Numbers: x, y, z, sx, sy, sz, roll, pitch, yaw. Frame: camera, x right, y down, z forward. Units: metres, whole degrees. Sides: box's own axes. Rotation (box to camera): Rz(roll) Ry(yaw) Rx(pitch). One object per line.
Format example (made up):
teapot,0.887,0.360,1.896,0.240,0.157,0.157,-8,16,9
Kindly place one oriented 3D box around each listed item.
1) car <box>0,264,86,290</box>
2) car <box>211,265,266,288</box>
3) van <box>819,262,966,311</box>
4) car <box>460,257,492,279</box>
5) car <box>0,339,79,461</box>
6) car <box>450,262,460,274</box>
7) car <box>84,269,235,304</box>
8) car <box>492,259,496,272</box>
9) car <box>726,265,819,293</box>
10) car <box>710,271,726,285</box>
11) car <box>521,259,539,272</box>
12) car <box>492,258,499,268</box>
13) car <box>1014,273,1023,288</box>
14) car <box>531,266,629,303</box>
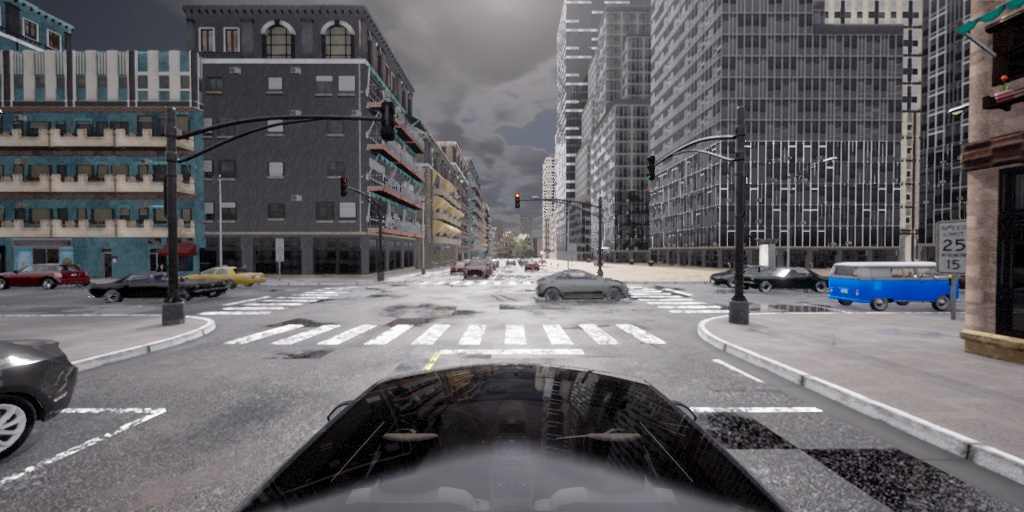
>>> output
car,-28.839,1.188,22.018,4.097,1.591,1.967,0,0,0
car,-17.941,1.245,22.069,4.829,1.417,1.751,0,0,0
van,14.655,1.116,13.840,3.998,1.789,1.690,0,0,0
car,-3.166,1.095,32.472,2.097,1.767,4.553,0,0,-1
car,-5.690,1.300,2.123,2.007,1.370,4.403,0,0,0
car,-5.804,1.287,40.189,1.888,1.381,4.507,0,0,0
car,-15.831,1.403,16.296,4.718,1.301,1.895,0,1,-1
car,-3.215,1.343,41.501,1.895,1.301,4.718,0,0,0
car,14.804,1.289,19.622,4.718,1.301,1.895,0,1,0
car,14.617,1.214,22.220,4.313,1.339,1.948,0,0,0
car,2.526,1.287,45.920,1.888,1.381,4.507,0,0,0
car,-3.242,1.343,51.564,1.895,1.301,4.718,0,0,0
car,24.591,1.217,19.663,5.357,1.411,2.033,0,1,0
car,3.121,1.323,16.365,4.181,1.385,1.994,0,1,0
